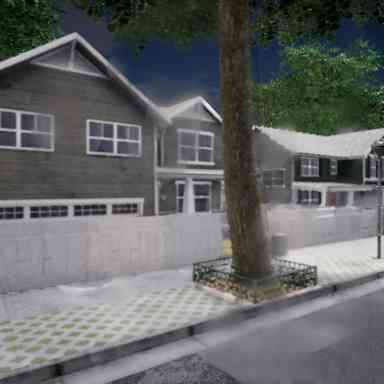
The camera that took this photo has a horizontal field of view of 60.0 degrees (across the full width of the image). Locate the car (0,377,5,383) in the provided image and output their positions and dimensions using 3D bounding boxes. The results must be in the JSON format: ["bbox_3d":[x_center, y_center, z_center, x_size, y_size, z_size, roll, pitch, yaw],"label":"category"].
[{"bbox_3d":[-2.980,1.347,0.936,4.553,1.767,2.097,0,0,-35],"label":"car"}]
